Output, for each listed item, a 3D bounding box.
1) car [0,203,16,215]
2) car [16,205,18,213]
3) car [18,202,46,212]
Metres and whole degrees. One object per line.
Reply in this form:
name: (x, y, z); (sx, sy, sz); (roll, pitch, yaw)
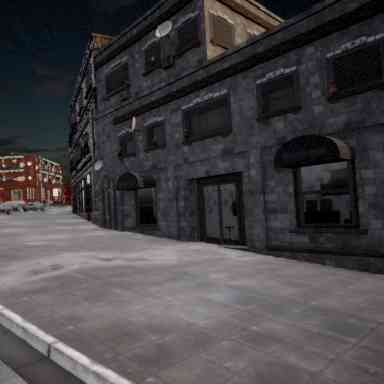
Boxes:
car: (-23.131, 2.075, 39.209); (1.812, 1.442, 4.674); (-3, -1, -5)
car: (-27.509, 2.434, 49.461); (1.837, 1.490, 4.892); (-3, -1, -3)
car: (-24.098, 2.254, 51.045); (2.128, 1.511, 4.902); (-3, -1, -3)
